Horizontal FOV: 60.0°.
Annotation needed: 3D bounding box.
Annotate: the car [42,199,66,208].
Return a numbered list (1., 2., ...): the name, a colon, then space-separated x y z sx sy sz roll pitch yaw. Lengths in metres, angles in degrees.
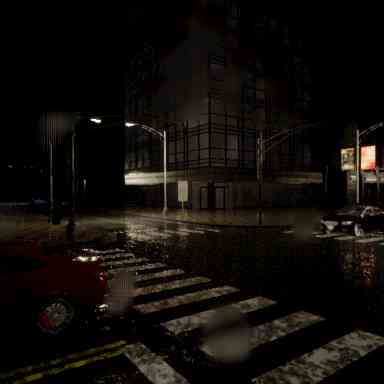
1. car: -20.274 1.700 49.284 1.895 1.301 4.718 0 0 -35

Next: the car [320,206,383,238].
1. car: 8.849 1.494 17.890 4.902 1.511 2.128 0 0 -35

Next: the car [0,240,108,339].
1. car: -3.648 1.526 5.075 4.674 1.442 1.812 0 0 -35

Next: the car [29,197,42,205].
1. car: -28.697 1.691 61.443 2.033 1.411 5.357 0 0 -36
